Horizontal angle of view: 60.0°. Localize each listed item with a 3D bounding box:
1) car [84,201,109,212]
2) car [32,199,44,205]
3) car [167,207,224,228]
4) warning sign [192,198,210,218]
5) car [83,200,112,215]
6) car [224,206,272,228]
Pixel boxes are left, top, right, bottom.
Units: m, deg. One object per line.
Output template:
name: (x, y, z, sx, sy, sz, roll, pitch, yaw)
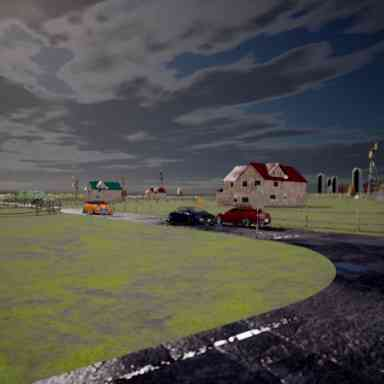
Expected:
car: (-13.757, 2.043, 47.834, 1.882, 1.535, 5.008, 2, -1, -35)
car: (-39.034, 2.508, 84.348, 2.097, 1.767, 4.553, 2, -2, -36)
car: (-0.032, 1.743, 23.890, 1.994, 1.385, 4.181, 2, -2, -36)
warning sign: (0.845, 1.478, 31.760, 1.300, 1.860, 1.060, 2, -1, -36)
car: (-11.201, 1.756, 39.371, 2.097, 1.767, 4.553, 2, -2, -36)
car: (3.590, 1.746, 23.945, 1.812, 1.442, 4.674, 2, -2, -36)
